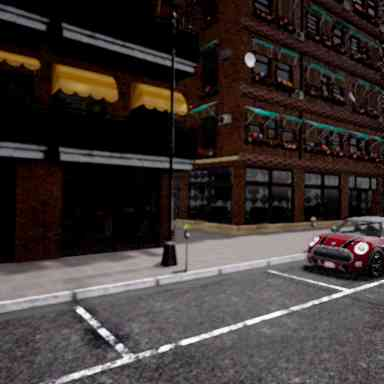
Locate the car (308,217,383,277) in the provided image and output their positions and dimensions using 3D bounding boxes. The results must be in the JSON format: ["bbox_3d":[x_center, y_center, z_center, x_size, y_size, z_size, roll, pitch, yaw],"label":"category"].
[{"bbox_3d":[5.488,1.527,10.484,4.097,1.590,1.967,1,0,-35],"label":"car"}]
